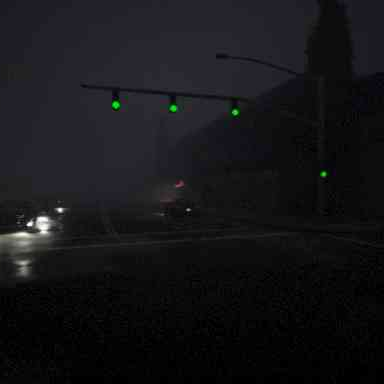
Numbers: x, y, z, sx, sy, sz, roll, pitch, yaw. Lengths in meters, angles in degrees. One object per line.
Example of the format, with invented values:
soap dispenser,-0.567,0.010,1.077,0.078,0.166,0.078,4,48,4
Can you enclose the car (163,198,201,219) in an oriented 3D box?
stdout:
car,-0.824,1.150,24.517,1.994,1.385,4.181,-1,1,-17

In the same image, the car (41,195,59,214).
car,-13.341,1.133,29.205,2.128,1.511,4.902,-1,1,-16

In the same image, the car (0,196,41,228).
car,-10.649,1.246,20.041,1.882,1.535,5.008,-1,1,-17

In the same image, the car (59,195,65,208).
car,-16.084,1.032,38.939,1.812,1.442,4.674,-1,1,-15
